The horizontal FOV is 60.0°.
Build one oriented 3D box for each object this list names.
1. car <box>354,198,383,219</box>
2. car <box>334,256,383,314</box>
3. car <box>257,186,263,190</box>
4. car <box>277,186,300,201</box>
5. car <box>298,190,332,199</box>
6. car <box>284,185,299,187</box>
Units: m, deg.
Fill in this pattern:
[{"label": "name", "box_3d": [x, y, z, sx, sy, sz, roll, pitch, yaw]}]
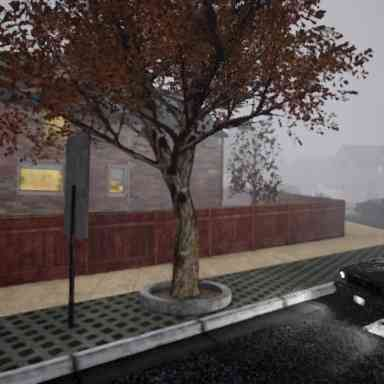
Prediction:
[{"label": "car", "box_3d": [12.651, 1.135, 21.553, 2.033, 1.411, 5.357, 1, 2, -3]}, {"label": "car", "box_3d": [5.604, 1.534, 6.357, 5.357, 1.411, 2.033, 0, 0, -9]}, {"label": "car", "box_3d": [13.308, -0.472, 63.903, 2.150, 2.045, 5.566, 1, 2, -4]}, {"label": "car", "box_3d": [11.559, 0.397, 41.787, 1.882, 1.535, 5.008, 1, 2, -3]}, {"label": "car", "box_3d": [12.110, 0.819, 31.507, 1.994, 1.385, 4.181, 1, 2, -3]}, {"label": "car", "box_3d": [14.130, -0.010, 48.789, 2.150, 2.045, 5.566, 1, 2, -3]}]
